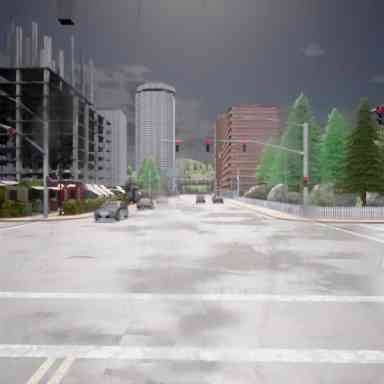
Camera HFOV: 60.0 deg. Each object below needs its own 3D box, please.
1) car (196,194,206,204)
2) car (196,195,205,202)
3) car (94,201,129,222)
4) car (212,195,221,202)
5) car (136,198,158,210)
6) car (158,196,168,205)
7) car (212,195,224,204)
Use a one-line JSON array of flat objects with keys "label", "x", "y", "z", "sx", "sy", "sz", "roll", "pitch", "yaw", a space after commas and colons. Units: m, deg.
[{"label": "car", "x": 1.697, "y": 1.600, "z": 65.523, "sx": 1.895, "sy": 1.301, "sz": 4.718, "roll": 0, "pitch": 0, "yaw": 1}, {"label": "car", "x": 1.918, "y": 1.326, "z": 74.708, "sx": 1.837, "sy": 1.490, "sz": 4.892, "roll": 0, "pitch": 0, "yaw": 1}, {"label": "car", "x": -6.366, "y": 1.492, "z": 26.718, "sx": 2.128, "sy": 1.511, "sz": 4.902, "roll": 0, "pitch": 0, "yaw": 2}, {"label": "car", "x": 5.418, "y": 1.421, "z": 74.654, "sx": 1.895, "sy": 1.301, "sz": 4.718, "roll": 0, "pitch": 0, "yaw": 1}, {"label": "car", "x": -5.950, "y": 1.525, "z": 42.819, "sx": 1.812, "sy": 1.442, "sz": 4.674, "roll": 0, "pitch": 0, "yaw": 1}, {"label": "car", "x": -5.476, "y": 1.525, "z": 61.202, "sx": 1.812, "sy": 1.442, "sz": 4.674, "roll": 0, "pitch": 0, "yaw": 2}, {"label": "car", "x": 5.203, "y": 1.525, "z": 65.757, "sx": 1.812, "sy": 1.442, "sz": 4.674, "roll": 0, "pitch": 0, "yaw": 1}]
